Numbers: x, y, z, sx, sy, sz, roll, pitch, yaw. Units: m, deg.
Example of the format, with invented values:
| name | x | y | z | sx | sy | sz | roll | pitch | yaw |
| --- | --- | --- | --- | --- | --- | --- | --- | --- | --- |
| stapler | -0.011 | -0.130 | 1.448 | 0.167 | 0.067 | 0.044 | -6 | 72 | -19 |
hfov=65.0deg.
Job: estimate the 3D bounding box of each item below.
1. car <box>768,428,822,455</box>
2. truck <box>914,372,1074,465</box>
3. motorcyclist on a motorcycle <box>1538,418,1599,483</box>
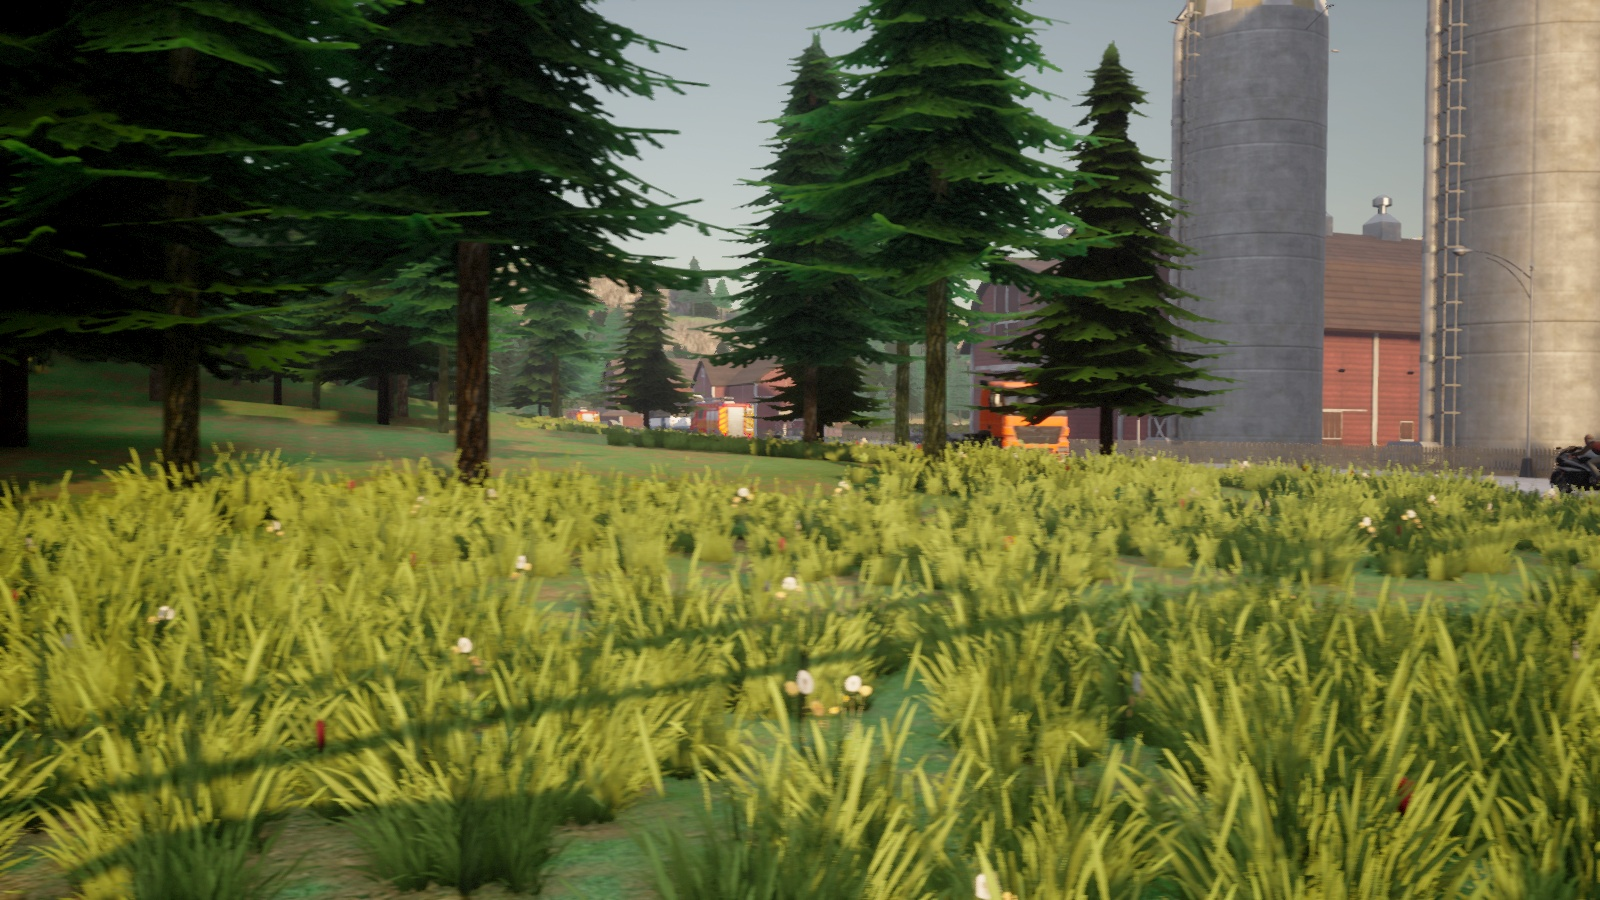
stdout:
| name | x | y | z | sx | sy | sz | roll | pitch | yaw |
| --- | --- | --- | --- | --- | --- | --- | --- | --- | --- |
| car | -0.322 | -0.510 | 72.843 | 1.816 | 1.474 | 4.193 | -1 | 1 | -20 |
| truck | 7.690 | -1.238 | 51.086 | 2.891 | 3.462 | 7.936 | -1 | 1 | -20 |
| motorcyclist on a motorcycle | 19.106 | -0.007 | 30.301 | 0.866 | 1.530 | 2.191 | -1 | 1 | -20 |
